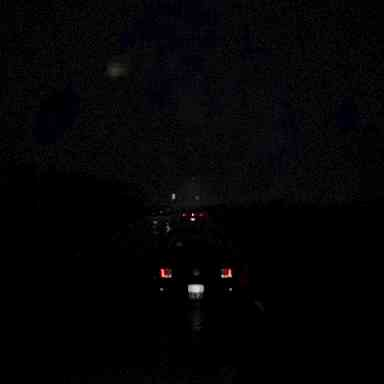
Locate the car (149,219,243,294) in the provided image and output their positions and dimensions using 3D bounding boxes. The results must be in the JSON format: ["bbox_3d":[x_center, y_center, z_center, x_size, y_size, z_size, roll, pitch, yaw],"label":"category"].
[{"bbox_3d":[0.086,1.630,8.808,1.895,1.301,4.718,0,0,0],"label":"car"}]

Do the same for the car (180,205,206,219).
[{"bbox_3d":[0.049,1.703,26.286,1.895,1.301,4.718,0,0,0],"label":"car"}]

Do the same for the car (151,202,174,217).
[{"bbox_3d":[-2.900,1.723,33.323,1.994,1.385,4.181,0,-1,0],"label":"car"}]
